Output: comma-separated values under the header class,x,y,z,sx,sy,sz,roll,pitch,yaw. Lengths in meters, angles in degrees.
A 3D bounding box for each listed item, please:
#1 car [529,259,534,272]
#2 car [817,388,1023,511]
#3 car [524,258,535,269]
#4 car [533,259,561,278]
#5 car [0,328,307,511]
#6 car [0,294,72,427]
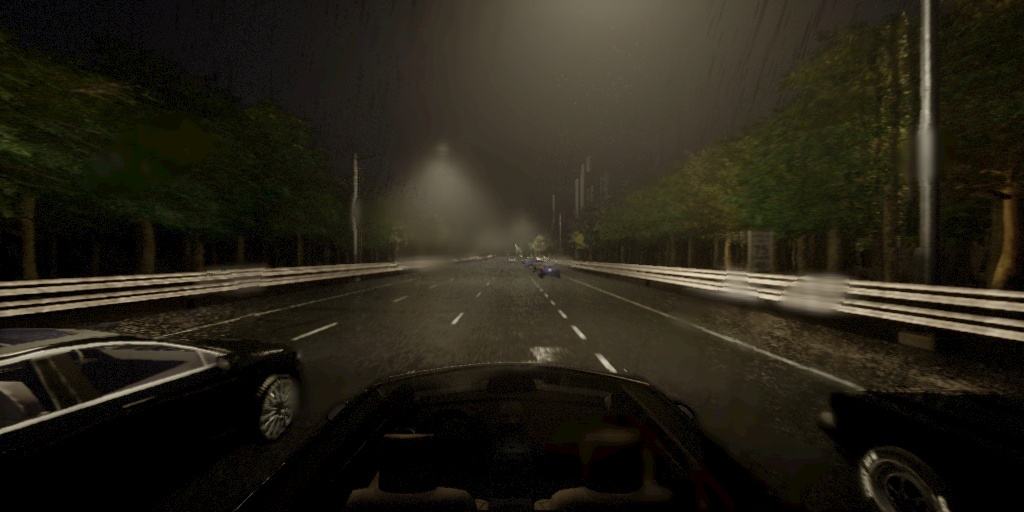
class,x,y,z,sx,sy,sz,roll,pitch,yaw
car,3.513,1.403,45.359,1.895,1.301,4.718,0,0,0
car,3.600,1.350,0.952,1.895,1.301,4.718,0,0,0
car,3.517,1.293,56.328,2.128,1.511,4.902,0,0,0
car,3.510,1.301,34.359,2.163,1.488,4.792,0,0,0
car,-3.400,1.243,2.390,2.128,1.511,4.902,0,0,0
car,-6.901,1.257,2.424,1.837,1.490,4.892,0,0,0
